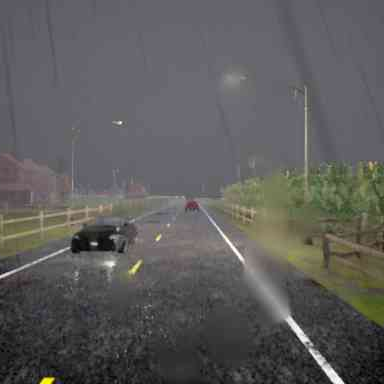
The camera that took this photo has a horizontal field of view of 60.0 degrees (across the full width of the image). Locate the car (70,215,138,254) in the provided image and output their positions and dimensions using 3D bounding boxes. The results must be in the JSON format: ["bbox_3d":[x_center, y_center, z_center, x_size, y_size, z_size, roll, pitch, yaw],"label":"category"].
[{"bbox_3d":[-3.525,1.695,13.988,1.994,1.385,4.181,0,-1,1],"label":"car"}]

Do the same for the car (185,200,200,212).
[{"bbox_3d":[0.013,1.923,45.437,1.882,1.535,5.008,0,-1,0],"label":"car"}]

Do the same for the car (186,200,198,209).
[{"bbox_3d":[0.015,2.103,55.857,2.033,1.411,5.357,0,-1,0],"label":"car"}]
